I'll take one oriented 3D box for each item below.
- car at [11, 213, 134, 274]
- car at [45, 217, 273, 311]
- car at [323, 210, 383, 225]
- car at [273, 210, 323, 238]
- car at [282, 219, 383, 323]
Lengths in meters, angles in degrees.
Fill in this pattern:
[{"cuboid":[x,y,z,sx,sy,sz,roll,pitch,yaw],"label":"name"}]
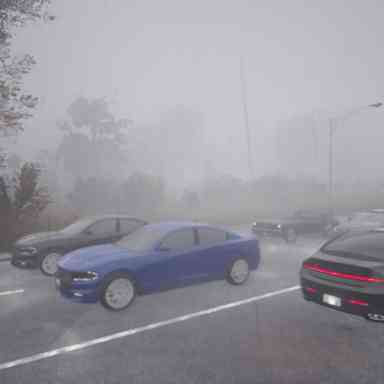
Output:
[{"cuboid":[-2.896,1.467,10.526,5.008,1.535,1.882,0,0,-35],"label":"car"},{"cuboid":[-0.555,1.466,7.895,5.008,1.535,1.882,0,0,-35],"label":"car"},{"cuboid":[7.711,1.485,13.792,4.674,1.442,1.812,0,0,-36],"label":"car"},{"cuboid":[5.093,1.562,16.224,4.718,1.301,1.895,0,0,-36],"label":"car"},{"cuboid":[4.220,1.484,6.759,4.892,1.490,1.837,0,0,-36],"label":"car"}]
